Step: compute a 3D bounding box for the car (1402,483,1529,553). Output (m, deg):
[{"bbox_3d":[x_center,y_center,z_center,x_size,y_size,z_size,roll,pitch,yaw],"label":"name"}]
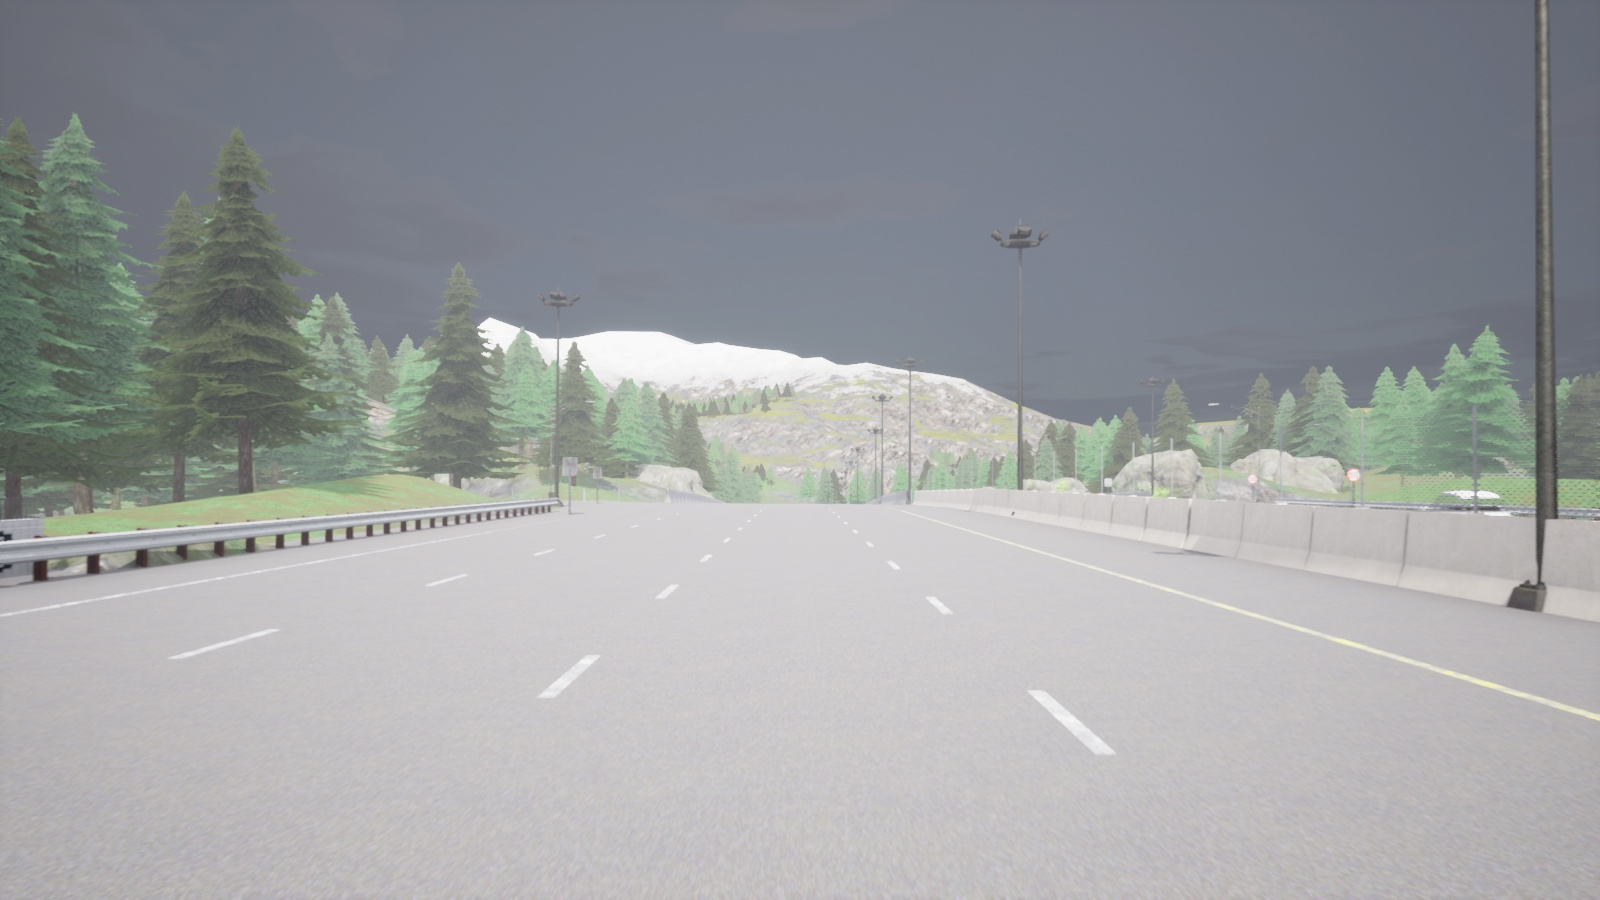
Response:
[{"bbox_3d":[13.937,1.405,26.407,1.481,1.376,2.207,0,-1,0],"label":"car"}]
